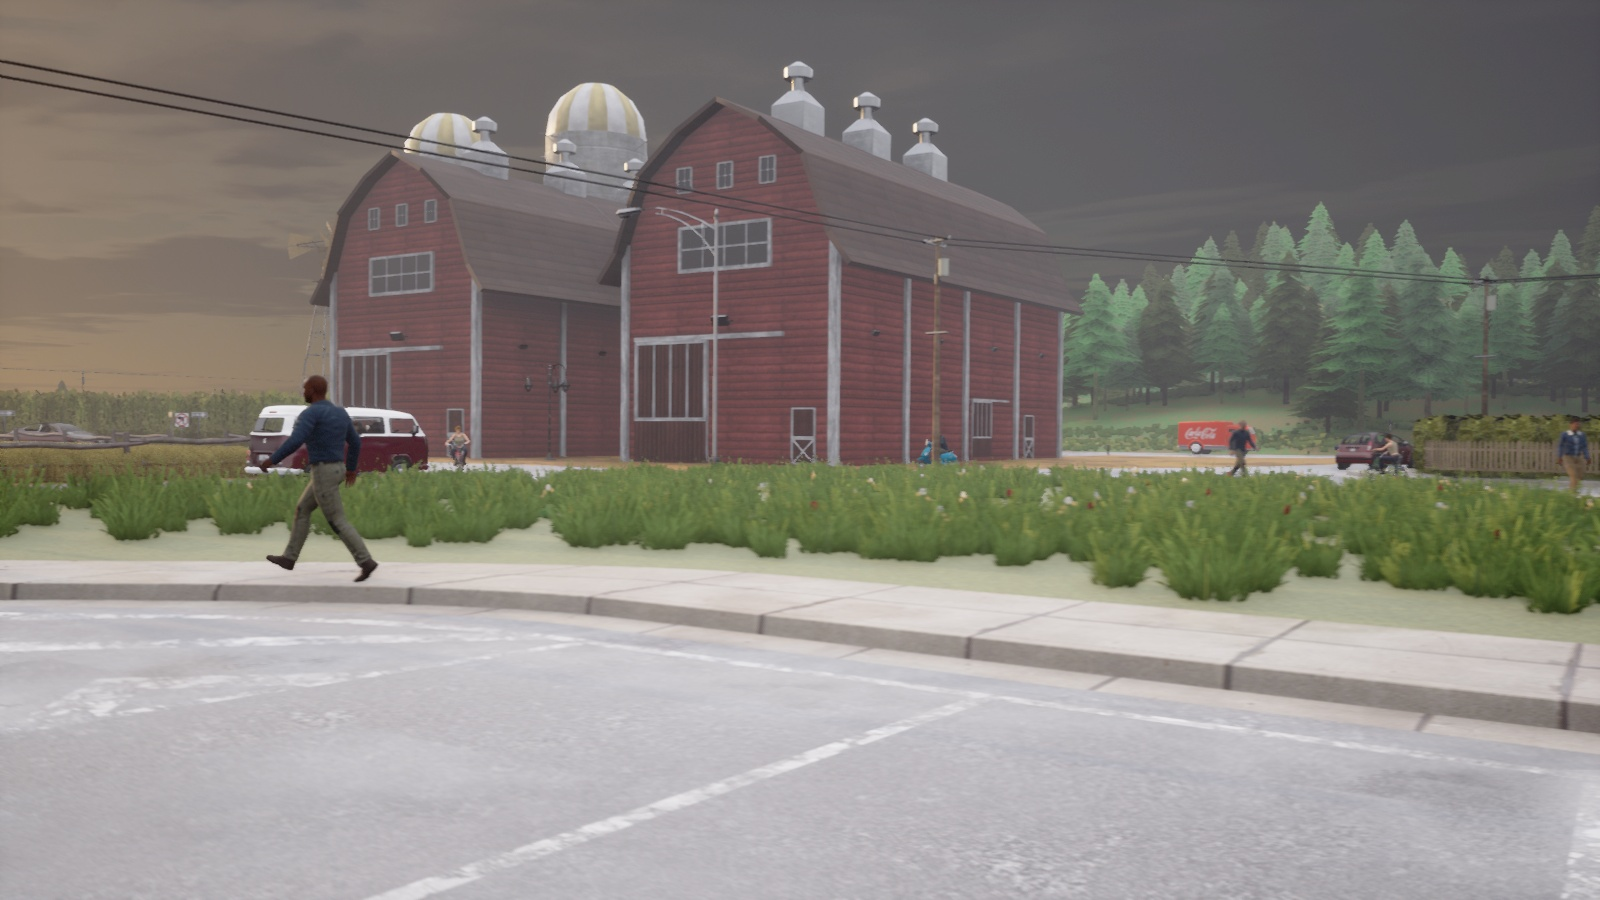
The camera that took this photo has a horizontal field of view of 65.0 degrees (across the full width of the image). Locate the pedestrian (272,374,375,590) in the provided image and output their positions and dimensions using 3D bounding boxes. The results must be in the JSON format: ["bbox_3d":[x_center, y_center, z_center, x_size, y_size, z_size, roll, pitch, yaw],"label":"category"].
[{"bbox_3d":[-4.135,0.275,10.913,0.726,1.835,0.370,0,1,9],"label":"pedestrian"}]

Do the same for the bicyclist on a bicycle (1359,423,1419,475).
[{"bbox_3d":[18.809,-0.052,40.140,0.866,1.612,1.509,-2,2,-34],"label":"bicyclist on a bicycle"}]

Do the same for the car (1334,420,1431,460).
[{"bbox_3d":[24.676,-0.455,53.168,3.988,1.617,1.851,-1,1,-32],"label":"car"}]

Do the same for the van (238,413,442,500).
[{"bbox_3d":[-11.595,0.124,31.918,2.069,2.038,4.480,0,1,34],"label":"van"}]

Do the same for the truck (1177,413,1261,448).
[{"bbox_3d":[30.388,-1.408,91.150,5.204,2.467,2.627,-1,1,35],"label":"truck"}]

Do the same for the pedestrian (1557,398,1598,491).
[{"bbox_3d":[16.543,-0.128,26.722,0.423,1.949,0.788,0,1,3],"label":"pedestrian"}]

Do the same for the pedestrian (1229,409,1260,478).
[{"bbox_3d":[12.032,-0.190,33.998,0.402,1.842,0.726,-1,1,-27],"label":"pedestrian"}]

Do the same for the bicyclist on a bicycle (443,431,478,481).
[{"bbox_3d":[-11.446,0.190,42.380,0.866,1.612,1.509,-3,1,-6],"label":"bicyclist on a bicycle"}]

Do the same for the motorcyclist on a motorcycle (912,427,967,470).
[{"bbox_3d":[5.215,-0.068,47.011,1.817,1.590,0.866,-1,1,-22],"label":"motorcyclist on a motorcycle"}]

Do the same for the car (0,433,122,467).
[{"bbox_3d":[-36.300,-0.004,61.727,5.027,1.651,2.152,0,1,13],"label":"car"}]
